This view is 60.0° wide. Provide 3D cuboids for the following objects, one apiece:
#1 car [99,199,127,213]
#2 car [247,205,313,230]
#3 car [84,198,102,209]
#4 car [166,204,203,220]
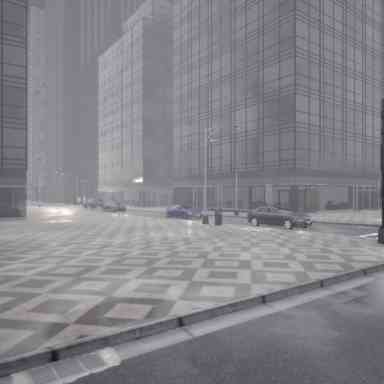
[{"bbox_3d":[-10.721,2.129,46.033,1.882,1.535,5.008,0,-1,-35],"label":"car"},{"bbox_3d":[5.951,1.717,22.962,1.837,1.490,4.892,0,-1,-36],"label":"car"},{"bbox_3d":[-18.293,2.148,61.869,2.150,2.045,5.566,0,-1,-37],"label":"car"},{"bbox_3d":[-0.827,1.916,32.320,1.812,1.442,4.674,0,-1,-36],"label":"car"}]
